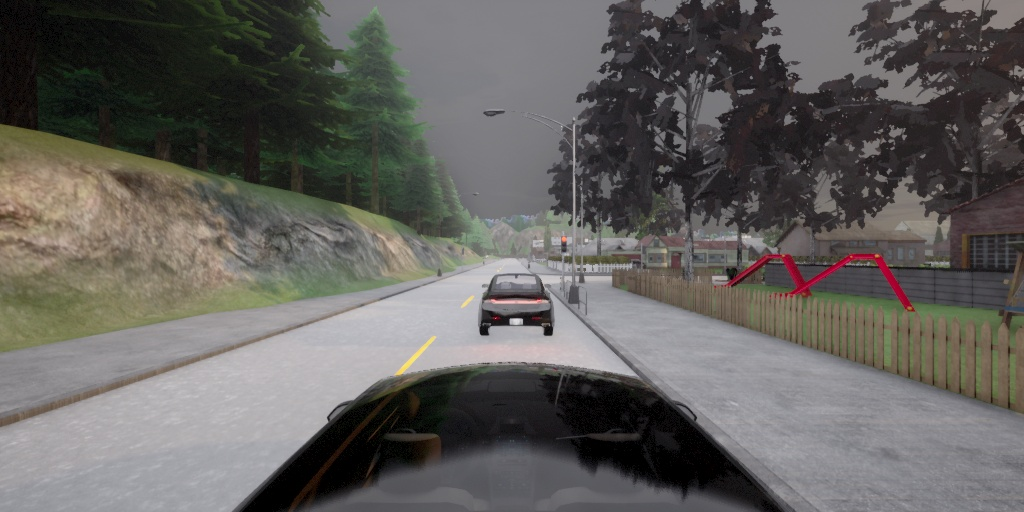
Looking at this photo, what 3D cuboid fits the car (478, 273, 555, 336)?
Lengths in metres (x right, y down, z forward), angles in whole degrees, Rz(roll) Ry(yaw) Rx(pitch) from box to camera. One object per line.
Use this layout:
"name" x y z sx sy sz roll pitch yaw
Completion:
"car" 0.125 1.242 10.364 2.128 1.511 4.902 0 0 1
